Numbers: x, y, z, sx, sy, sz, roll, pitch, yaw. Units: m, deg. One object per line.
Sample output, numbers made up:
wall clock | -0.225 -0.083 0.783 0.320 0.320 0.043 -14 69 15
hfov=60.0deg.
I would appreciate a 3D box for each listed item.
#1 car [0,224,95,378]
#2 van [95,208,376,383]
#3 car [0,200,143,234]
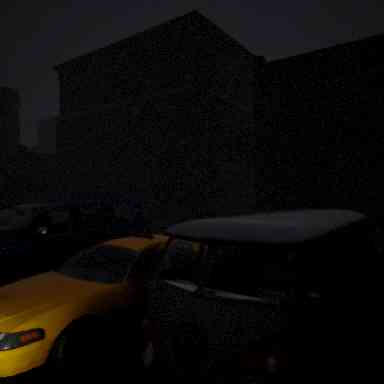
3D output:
car | -1.136 1.482 5.937 1.946 1.575 5.366 0 0 35
van | 1.167 1.256 4.380 1.878 1.987 4.442 0 0 35
car | -3.307 1.237 7.678 2.435 2.045 5.566 0 0 35
